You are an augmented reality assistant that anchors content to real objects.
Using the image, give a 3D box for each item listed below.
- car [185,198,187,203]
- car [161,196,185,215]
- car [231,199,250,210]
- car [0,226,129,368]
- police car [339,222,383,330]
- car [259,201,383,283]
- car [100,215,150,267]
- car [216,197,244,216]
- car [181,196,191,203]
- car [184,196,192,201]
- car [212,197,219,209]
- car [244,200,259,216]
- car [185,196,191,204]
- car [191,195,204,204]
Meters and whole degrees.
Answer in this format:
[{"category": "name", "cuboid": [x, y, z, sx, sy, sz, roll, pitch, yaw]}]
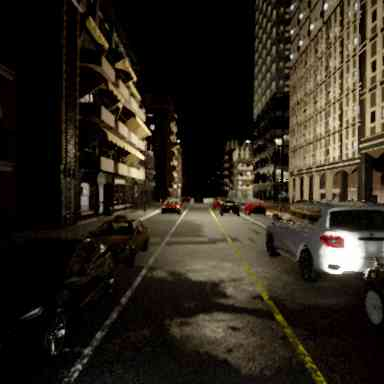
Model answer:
[{"category": "car", "cuboid": [-1.907, 1.608, 39.780, 1.802, 1.307, 4.206, 1, 0, 1]}, {"category": "car", "cuboid": [-2.022, 1.457, 34.133, 1.967, 1.590, 4.097, 1, 0, 1]}, {"category": "car", "cuboid": [6.587, 1.682, 45.255, 2.008, 1.369, 4.403, 1, 0, 1]}, {"category": "car", "cuboid": [-2.606, 1.542, 5.896, 1.947, 1.339, 4.313, 1, 0, 1]}, {"category": "police car", "cuboid": [3.951, 1.475, 4.084, 1.930, 1.638, 5.238, 1, 0, 1]}, {"category": "car", "cuboid": [3.846, 1.277, 10.004, 2.150, 2.045, 5.566, 1, 0, -2]}, {"category": "car", "cuboid": [-2.492, 1.508, 11.374, 1.752, 1.417, 4.829, 1, 0, 1]}, {"category": "car", "cuboid": [3.696, 1.586, 33.330, 1.837, 1.490, 4.892, 1, 0, 2]}, {"category": "car", "cuboid": [-1.208, 1.642, 73.664, 2.008, 1.369, 4.403, 1, 0, 1]}, {"category": "car", "cuboid": [-0.993, 1.701, 86.580, 1.802, 1.307, 4.206, 1, 0, 1]}, {"category": "car", "cuboid": [3.927, 1.454, 46.299, 2.097, 1.767, 4.553, 1, 0, 1]}, {"category": "car", "cuboid": [6.355, 1.657, 33.960, 1.887, 1.381, 4.507, 1, 0, 1]}, {"category": "car", "cuboid": [-1.326, 1.630, 68.017, 2.008, 1.369, 4.403, 1, 0, 1]}, {"category": "car", "cuboid": [1.299, 1.455, 64.631, 2.097, 1.767, 4.553, 1, 0, 1]}]
